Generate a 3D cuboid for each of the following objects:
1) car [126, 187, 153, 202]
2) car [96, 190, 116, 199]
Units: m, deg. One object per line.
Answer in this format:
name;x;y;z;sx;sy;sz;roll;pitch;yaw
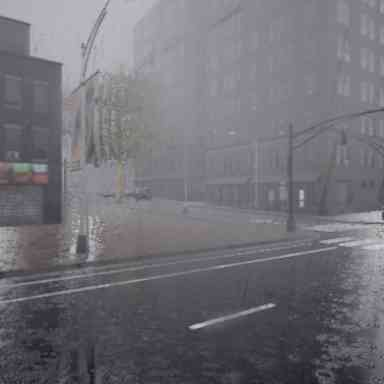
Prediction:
car;-7.864;0.296;49.349;2.150;2.045;5.566;0;3;-35
car;-13.446;0.389;52.410;1.895;1.301;4.718;0;3;-35
